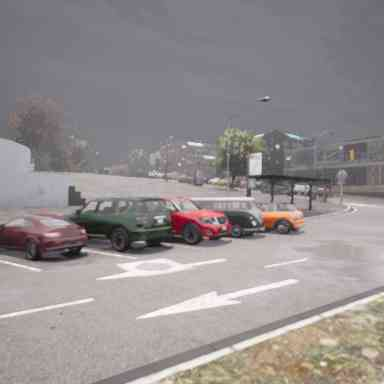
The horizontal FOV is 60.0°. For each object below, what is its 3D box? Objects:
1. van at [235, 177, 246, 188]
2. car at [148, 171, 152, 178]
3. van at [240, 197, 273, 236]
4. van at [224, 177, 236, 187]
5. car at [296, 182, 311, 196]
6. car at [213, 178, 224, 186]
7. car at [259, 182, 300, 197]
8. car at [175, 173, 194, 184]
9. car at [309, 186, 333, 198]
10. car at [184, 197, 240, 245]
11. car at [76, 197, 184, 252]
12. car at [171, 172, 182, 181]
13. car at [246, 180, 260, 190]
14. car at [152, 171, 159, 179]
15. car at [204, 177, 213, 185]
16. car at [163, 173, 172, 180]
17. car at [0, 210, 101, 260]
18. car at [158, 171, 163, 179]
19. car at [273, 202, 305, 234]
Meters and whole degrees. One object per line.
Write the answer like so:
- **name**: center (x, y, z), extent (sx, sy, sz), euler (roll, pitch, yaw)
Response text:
- **van**: center (10.197, -1.548, 59.970), extent (1.878, 1.987, 4.442), euler (7, 4, 35)
- **car**: center (-8.986, -4.421, 86.970), extent (2.435, 2.045, 5.566), euler (1, -1, 34)
- **van**: center (1.642, 1.272, 17.492), extent (4.442, 1.987, 1.878), euler (-1, -1, 35)
- **van**: center (8.463, -1.821, 62.438), extent (1.878, 1.987, 4.442), euler (7, 4, 35)
- **car**: center (17.187, -0.483, 50.236), extent (2.435, 2.045, 5.566), euler (7, 3, 35)
- **car**: center (6.883, -1.870, 65.166), extent (1.946, 1.575, 5.366), euler (7, 3, 35)
- **car**: center (11.249, -0.212, 43.281), extent (1.994, 1.385, 4.181), euler (2, 4, -36)
- **car**: center (-0.546, -2.052, 59.740), extent (1.994, 1.385, 4.181), euler (2, 4, -36)
- **car**: center (18.883, 0.080, 47.767), extent (2.002, 1.452, 4.674), euler (7, 3, 35)
- **car**: center (-0.893, 1.245, 15.817), extent (5.566, 2.045, 2.435), euler (-1, -1, 35)
- **car**: center (-3.403, 1.243, 14.107), extent (5.566, 2.045, 2.435), euler (-1, -1, 35)
- **car**: center (-1.820, -3.235, 77.441), extent (1.946, 1.575, 5.366), euler (7, 3, 34)
- **car**: center (11.962, -1.050, 57.611), extent (2.231, 1.521, 4.892), euler (7, 3, 35)
- **car**: center (-7.210, -4.144, 84.626), extent (2.185, 1.767, 4.553), euler (4, 1, 33)
- **car**: center (5.047, -2.101, 67.483), extent (2.002, 1.452, 4.674), euler (7, 4, 35)
- **car**: center (-3.676, -3.757, 79.697), extent (2.435, 2.045, 5.566), euler (7, 4, 34)
- **car**: center (-5.827, 1.532, 12.345), extent (4.674, 1.452, 2.002), euler (-1, -1, 35)
- **car**: center (-5.475, -3.909, 82.159), extent (2.185, 1.767, 4.553), euler (6, 3, 34)
- **car**: center (4.048, 1.375, 19.247), extent (4.553, 1.767, 2.185), euler (-1, -1, 35)
